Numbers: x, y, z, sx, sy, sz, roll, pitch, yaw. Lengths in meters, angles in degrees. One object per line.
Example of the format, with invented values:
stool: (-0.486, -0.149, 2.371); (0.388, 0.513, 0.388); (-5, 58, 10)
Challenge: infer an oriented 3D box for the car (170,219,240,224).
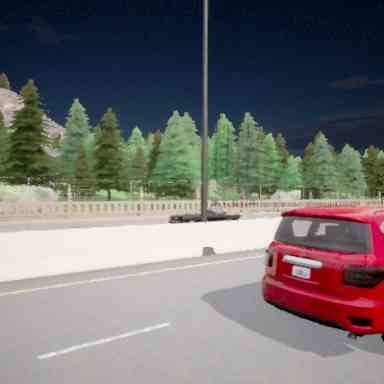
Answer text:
car: (0.820, 1.724, 21.757); (4.718, 1.301, 1.895); (1, 0, -35)

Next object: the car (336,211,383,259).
car: (8.291, 1.644, 13.960); (4.892, 1.490, 1.837); (0, 0, -35)

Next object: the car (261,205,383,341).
car: (3.783, 1.285, 6.438); (5.566, 2.045, 2.150); (0, 0, -36)
